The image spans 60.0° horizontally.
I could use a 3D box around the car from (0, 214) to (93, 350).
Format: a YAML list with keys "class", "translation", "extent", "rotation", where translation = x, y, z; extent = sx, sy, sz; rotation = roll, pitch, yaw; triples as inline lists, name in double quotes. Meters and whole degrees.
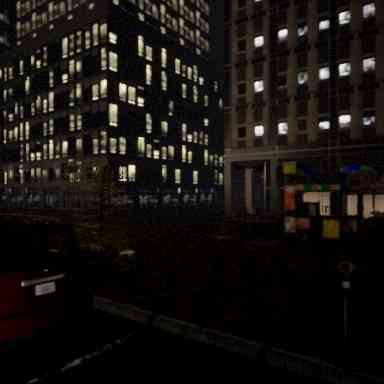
- class: "car"
  translation: [-3.789, 1.290, 5.583]
  extent: [5.009, 1.841, 2.192]
  rotation: [0, 0, 36]
